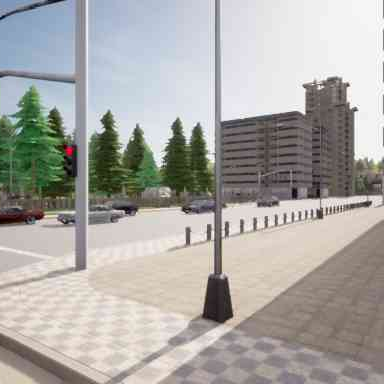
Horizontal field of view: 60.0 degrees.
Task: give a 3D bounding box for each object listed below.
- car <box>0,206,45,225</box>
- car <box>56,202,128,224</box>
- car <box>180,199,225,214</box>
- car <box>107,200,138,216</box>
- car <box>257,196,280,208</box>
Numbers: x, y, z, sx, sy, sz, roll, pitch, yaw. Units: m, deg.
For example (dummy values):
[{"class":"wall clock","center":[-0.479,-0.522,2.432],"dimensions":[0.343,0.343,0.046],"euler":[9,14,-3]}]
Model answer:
[{"class":"car","center":[-12.588,1.601,22.276],"dimensions":[1.895,1.301,4.718],"euler":[0,0,37]},{"class":"car","center":[-7.162,1.601,23.773],"dimensions":[1.895,1.301,4.718],"euler":[0,0,36]},{"class":"car","center":[1.024,1.548,35.240],"dimensions":[2.033,1.411,5.357],"euler":[0,0,35]},{"class":"car","center":[-7.035,1.478,29.976],"dimensions":[1.882,1.535,5.008],"euler":[0,0,35]},{"class":"car","center":[11.389,1.350,49.600],"dimensions":[2.097,1.767,4.553],"euler":[0,0,36]}]
